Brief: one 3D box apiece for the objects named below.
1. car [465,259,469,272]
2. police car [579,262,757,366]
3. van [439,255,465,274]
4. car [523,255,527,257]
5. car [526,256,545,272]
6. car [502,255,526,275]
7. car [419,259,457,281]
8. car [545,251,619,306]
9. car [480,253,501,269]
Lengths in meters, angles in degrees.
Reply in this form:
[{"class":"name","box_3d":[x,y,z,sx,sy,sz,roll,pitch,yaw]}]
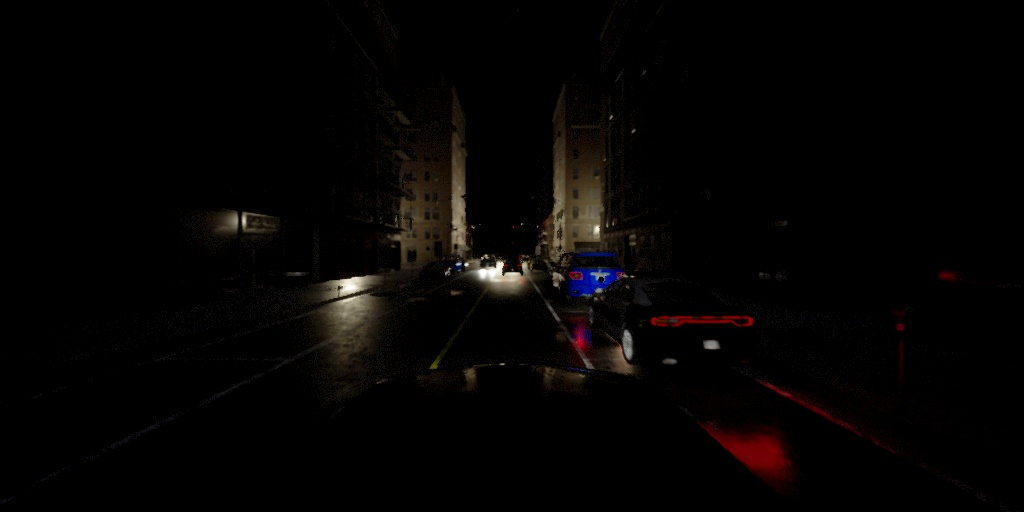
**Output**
[{"class":"car","box_3d":[-5.392,0.902,36.511,2.007,1.370,4.403,0,0,0]},{"class":"police car","box_3d":[3.008,1.103,7.985,1.930,1.638,5.238,0,1,0]},{"class":"van","box_3d":[-5.393,0.754,31.105,1.690,1.789,3.998,0,0,0]},{"class":"car","box_3d":[2.637,0.842,41.918,2.007,1.370,4.403,0,0,0]},{"class":"car","box_3d":[2.642,0.878,36.682,1.751,1.417,4.829,0,0,0]},{"class":"car","box_3d":[0.064,0.928,32.122,1.812,1.442,4.674,0,1,0]},{"class":"car","box_3d":[-5.394,1.057,25.699,1.802,1.307,4.207,0,0,0]},{"class":"car","box_3d":[2.929,0.820,15.015,2.150,2.045,5.566,0,1,-2]},{"class":"car","box_3d":[-2.771,0.769,43.199,2.128,1.511,4.902,0,1,0]}]
